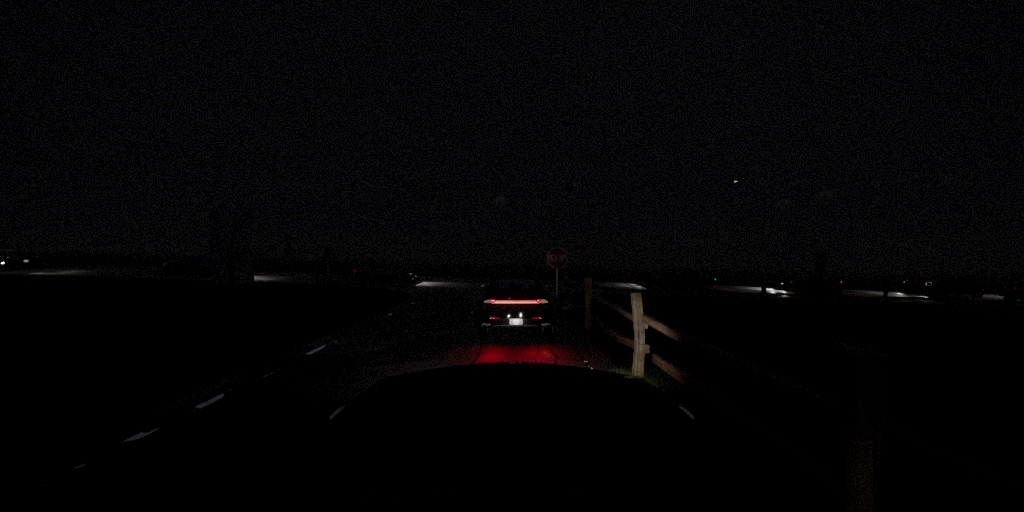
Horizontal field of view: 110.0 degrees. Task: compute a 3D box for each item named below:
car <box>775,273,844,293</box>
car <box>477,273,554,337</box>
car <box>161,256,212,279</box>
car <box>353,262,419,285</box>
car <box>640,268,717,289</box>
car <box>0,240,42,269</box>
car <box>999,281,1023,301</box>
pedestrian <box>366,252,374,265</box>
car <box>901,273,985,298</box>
[{"bbox_3d":[22.610,1.984,27.334,4.181,1.385,1.994,2,3,0],"label":"car"},{"bbox_3d":[0.076,1.234,10.328,2.128,1.511,4.902,0,0,0],"label":"car"},{"bbox_3d":[-21.238,0.713,24.502,4.181,1.385,1.994,2,3,0],"label":"car"},{"bbox_3d":[-8.536,1.134,24.468,4.181,1.385,1.994,2,3,0],"label":"car"},{"bbox_3d":[12.675,1.658,27.362,5.357,1.411,2.033,2,3,0],"label":"car"},{"bbox_3d":[-35.983,-0.120,24.534,5.566,2.045,2.150,2,3,0],"label":"car"},{"bbox_3d":[36.364,2.465,24.351,4.902,1.511,2.128,2,3,0],"label":"car"},{"bbox_3d":[-12.092,0.528,30.438,0.375,1.860,0.375,0,1,0],"label":"pedestrian"},{"bbox_3d":[32.688,2.080,27.290,4.553,1.767,2.097,2,3,0],"label":"car"}]
